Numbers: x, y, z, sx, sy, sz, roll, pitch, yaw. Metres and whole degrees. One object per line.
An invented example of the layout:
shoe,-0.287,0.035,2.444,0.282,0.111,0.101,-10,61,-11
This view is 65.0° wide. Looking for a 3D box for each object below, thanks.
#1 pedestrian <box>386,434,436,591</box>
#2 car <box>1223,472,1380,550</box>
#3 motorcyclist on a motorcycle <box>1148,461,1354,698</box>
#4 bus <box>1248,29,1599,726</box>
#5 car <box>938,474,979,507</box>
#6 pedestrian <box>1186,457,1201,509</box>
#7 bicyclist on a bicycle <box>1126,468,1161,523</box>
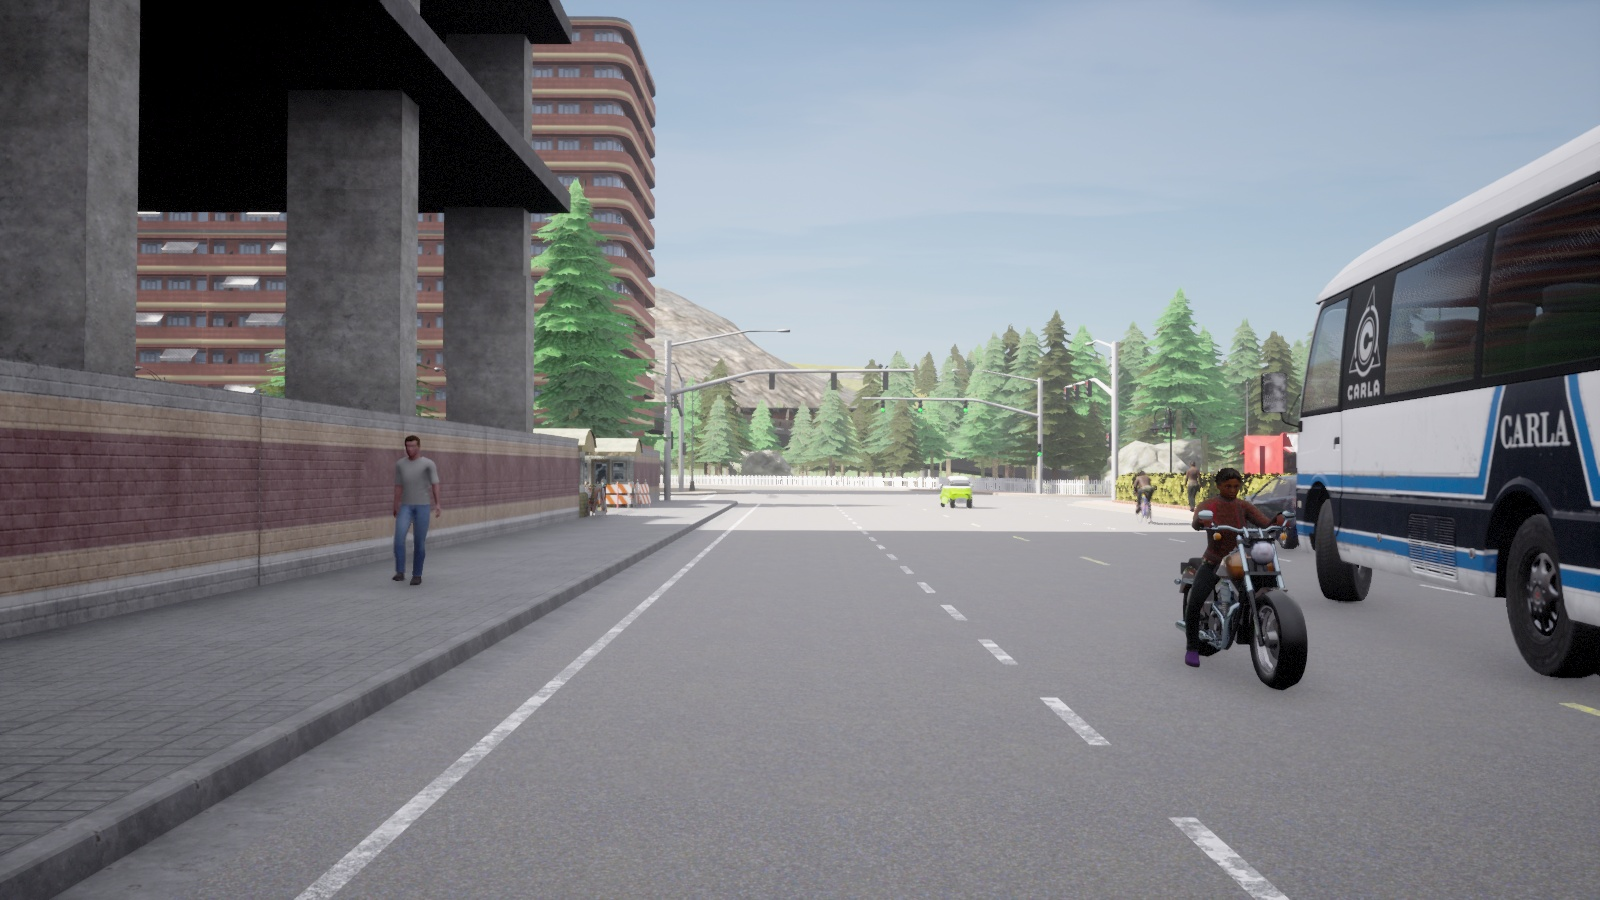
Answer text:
pedestrian,-4.669,0.740,15.102,0.354,1.836,0.706,0,-1,2
car,10.434,1.229,26.413,1.845,1.501,3.633,0,-1,0
motorcyclist on a motorcycle,3.475,0.918,9.942,0.766,1.649,2.350,0,-1,0
bus,7.495,-0.390,12.070,3.944,4.253,10.273,-1,-1,8
car,6.865,1.755,54.549,1.481,1.376,2.207,0,0,0
pedestrian,13.831,1.153,44.180,0.328,1.805,0.869,0,-1,7
bicyclist on a bicycle,10.405,1.364,38.074,0.582,1.620,1.656,0,-1,0
